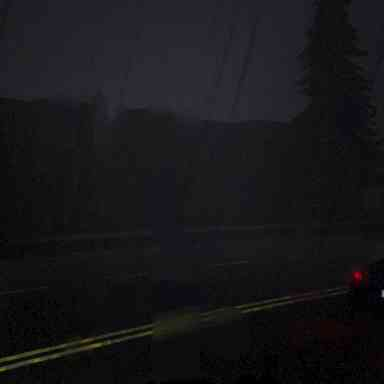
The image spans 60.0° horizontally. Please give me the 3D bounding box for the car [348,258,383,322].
[{"bbox_3d":[4.874,1.564,5.935,4.181,1.385,1.994,0,0,-25],"label":"car"}]
